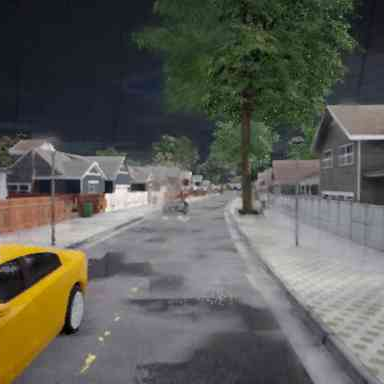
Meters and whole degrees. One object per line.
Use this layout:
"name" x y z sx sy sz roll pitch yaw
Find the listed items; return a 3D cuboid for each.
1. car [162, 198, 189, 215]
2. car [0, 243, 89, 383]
"car" -1.364 1.209 29.037 1.994 1.385 4.181 0 1 5
"car" -2.751 1.423 3.773 1.882 1.535 5.008 0 1 1
